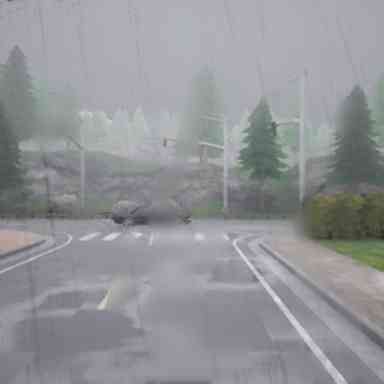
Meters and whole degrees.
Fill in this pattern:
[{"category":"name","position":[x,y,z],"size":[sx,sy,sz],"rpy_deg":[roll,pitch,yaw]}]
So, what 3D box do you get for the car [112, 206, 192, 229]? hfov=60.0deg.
[{"category":"car","position":[-2.347,1.510,20.383],"size":[4.718,1.301,1.895],"rpy_deg":[0,0,0]}]
